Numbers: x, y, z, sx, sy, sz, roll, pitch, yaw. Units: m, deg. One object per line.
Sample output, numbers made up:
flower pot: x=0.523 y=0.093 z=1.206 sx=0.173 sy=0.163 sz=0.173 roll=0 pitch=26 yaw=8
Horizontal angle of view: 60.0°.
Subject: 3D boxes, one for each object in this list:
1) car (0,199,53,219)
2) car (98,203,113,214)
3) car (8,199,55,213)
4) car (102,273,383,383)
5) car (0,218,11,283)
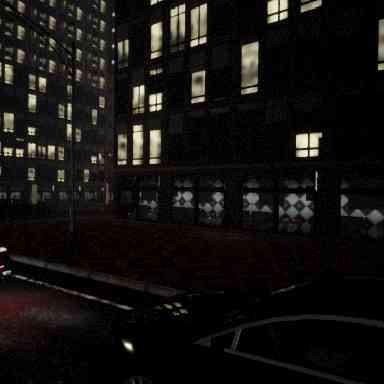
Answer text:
car: x=-15.662 y=1.519 z=30.556 sx=2.192 sy=1.841 sz=5.009 roll=1 pitch=0 yaw=36
car: x=-8.878 y=1.829 z=39.777 sx=1.752 sy=1.417 sz=4.829 roll=1 pitch=0 yaw=36
car: x=-19.174 y=1.642 z=39.926 sx=1.752 sy=1.417 sz=4.829 roll=1 pitch=0 yaw=36
car: x=1.315 y=1.491 z=2.743 sx=4.902 sy=1.511 sz=2.128 roll=0 pitch=0 yaw=35
car: x=-6.367 y=1.487 z=8.197 sx=4.902 sy=1.511 sz=2.128 roll=0 pitch=0 yaw=36
